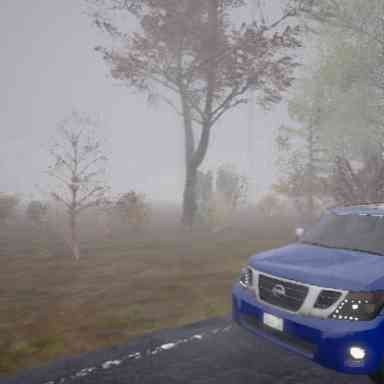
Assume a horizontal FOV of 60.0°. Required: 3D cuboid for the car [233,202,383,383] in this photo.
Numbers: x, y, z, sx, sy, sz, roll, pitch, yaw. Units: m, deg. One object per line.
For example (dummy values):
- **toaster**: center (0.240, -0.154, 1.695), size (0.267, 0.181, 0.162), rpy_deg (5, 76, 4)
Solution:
- **car**: center (3.262, 1.222, 5.592), size (5.566, 2.045, 2.150), rpy_deg (0, 0, -34)
